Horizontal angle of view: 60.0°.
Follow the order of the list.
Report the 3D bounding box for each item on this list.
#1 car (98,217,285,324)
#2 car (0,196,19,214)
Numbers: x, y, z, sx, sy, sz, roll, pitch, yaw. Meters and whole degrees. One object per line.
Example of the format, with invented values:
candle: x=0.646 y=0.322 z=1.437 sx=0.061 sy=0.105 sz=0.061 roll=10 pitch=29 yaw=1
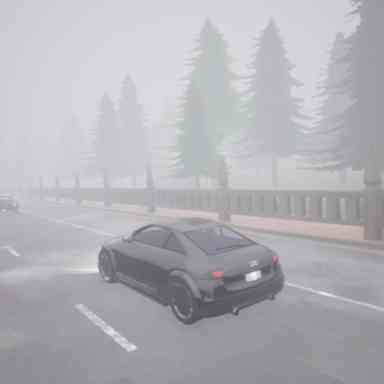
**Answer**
car: x=-0.300 y=1.218 z=6.635 sx=1.994 sy=1.385 sz=4.181 roll=-5 pitch=4 yaw=-38
car: x=-14.243 y=0.950 z=24.550 sx=1.895 sy=1.301 sz=4.718 roll=-5 pitch=4 yaw=-38
